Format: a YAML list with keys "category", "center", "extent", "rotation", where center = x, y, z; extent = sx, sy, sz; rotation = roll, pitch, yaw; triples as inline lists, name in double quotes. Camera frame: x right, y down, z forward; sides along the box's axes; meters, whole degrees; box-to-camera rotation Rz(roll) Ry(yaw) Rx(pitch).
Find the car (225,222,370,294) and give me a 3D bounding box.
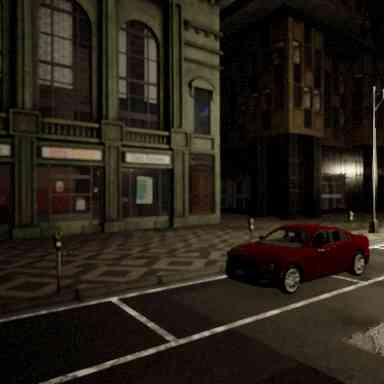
- category: "car"
  center: [2.878, 1.527, 8.704]
  extent: [4.507, 1.381, 1.887]
  rotation: [0, 0, -35]
